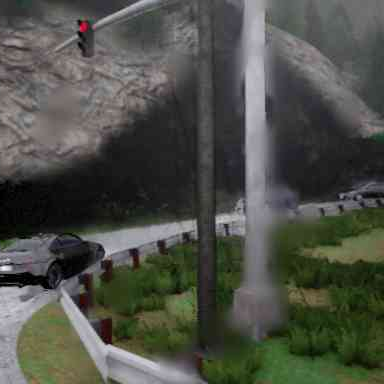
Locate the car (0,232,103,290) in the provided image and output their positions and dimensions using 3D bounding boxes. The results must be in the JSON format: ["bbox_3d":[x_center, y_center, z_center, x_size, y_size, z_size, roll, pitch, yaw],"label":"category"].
[{"bbox_3d":[-4.247,1.921,10.133,1.994,1.385,4.181,-3,-3,9],"label":"car"}]

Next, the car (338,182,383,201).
[{"bbox_3d":[14.439,-0.042,27.420,4.902,1.511,2.128,-4,1,-12],"label":"car"}]

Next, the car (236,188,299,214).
[{"bbox_3d":[5.281,0.599,23.479,4.553,1.767,2.097,-5,2,-29],"label":"car"}]
